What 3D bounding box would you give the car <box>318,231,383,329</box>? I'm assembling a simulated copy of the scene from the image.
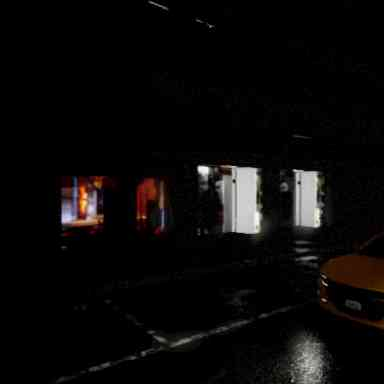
[{"bbox_3d":[4.527,1.475,6.595,5.008,1.535,1.882,0,0,-35],"label":"car"}]
